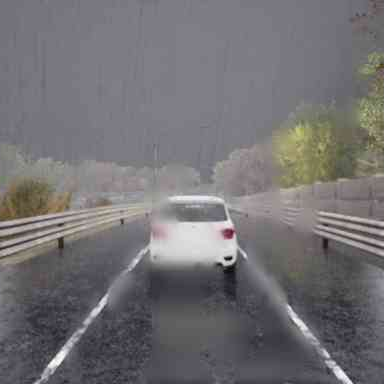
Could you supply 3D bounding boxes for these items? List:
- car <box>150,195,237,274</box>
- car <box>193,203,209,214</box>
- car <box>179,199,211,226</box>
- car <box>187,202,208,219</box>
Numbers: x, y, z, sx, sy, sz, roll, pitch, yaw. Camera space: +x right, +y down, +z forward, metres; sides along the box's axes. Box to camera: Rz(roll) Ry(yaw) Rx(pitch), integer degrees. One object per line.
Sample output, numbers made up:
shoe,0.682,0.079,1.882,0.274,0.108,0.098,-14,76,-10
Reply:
car,0.039,1.111,10.199,2.150,2.045,5.566,0,0,0
car,1.362,2.303,46.409,2.033,1.411,5.357,0,-2,4
car,0.236,1.402,24.198,2.097,1.767,4.553,0,-1,1
car,0.613,1.785,32.730,1.882,1.535,5.008,0,-2,2
